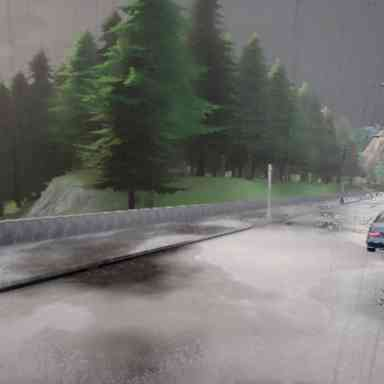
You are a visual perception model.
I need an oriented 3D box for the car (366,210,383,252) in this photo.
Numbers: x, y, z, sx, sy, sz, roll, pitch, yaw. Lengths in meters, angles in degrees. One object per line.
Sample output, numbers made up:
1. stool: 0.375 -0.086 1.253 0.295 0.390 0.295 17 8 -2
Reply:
1. car: 7.490 1.332 11.949 2.033 1.411 5.357 2 2 34
